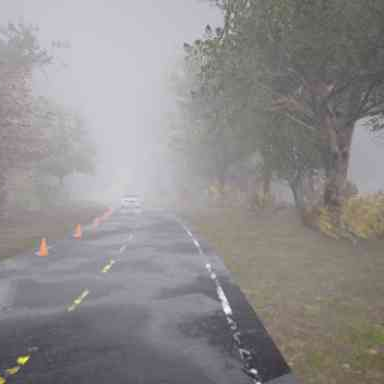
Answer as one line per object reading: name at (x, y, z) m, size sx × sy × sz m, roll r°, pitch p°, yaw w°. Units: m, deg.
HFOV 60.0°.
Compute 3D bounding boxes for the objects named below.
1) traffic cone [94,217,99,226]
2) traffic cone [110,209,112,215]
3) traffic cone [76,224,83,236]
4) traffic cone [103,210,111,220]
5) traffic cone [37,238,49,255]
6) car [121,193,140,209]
traffic cone at (-6.273, 1.924, 21.796) m, size 0.340 × 0.580 × 0.340 m, roll 0°, pitch 0°, yaw -7°
traffic cone at (-7.715, 1.906, 31.549) m, size 0.340 × 0.580 × 0.340 m, roll 0°, pitch 0°, yaw -10°
traffic cone at (-5.742, 1.933, 16.895) m, size 0.340 × 0.580 × 0.340 m, roll 0°, pitch 0°, yaw -5°
traffic cone at (-6.931, 1.915, 26.682) m, size 0.340 × 0.580 × 0.340 m, roll 0°, pitch 0°, yaw -8°
traffic cone at (-5.338, 1.942, 11.981) m, size 0.340 × 0.580 × 0.340 m, roll 0°, pitch 0°, yaw -4°
car at (-8.180, 1.144, 44.239) m, size 2.150 × 2.045 × 5.566 m, roll 0°, pitch 0°, yaw -14°
